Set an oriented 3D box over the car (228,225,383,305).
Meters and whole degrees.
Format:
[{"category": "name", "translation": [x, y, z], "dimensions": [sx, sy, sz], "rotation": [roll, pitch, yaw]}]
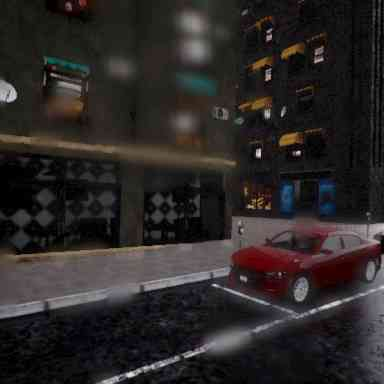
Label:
[{"category": "car", "translation": [2.902, 1.548, 8.174], "dimensions": [4.507, 1.381, 1.887], "rotation": [0, 2, -35]}]
